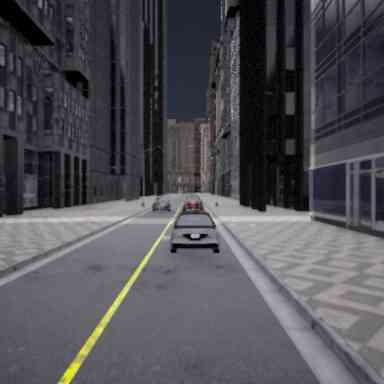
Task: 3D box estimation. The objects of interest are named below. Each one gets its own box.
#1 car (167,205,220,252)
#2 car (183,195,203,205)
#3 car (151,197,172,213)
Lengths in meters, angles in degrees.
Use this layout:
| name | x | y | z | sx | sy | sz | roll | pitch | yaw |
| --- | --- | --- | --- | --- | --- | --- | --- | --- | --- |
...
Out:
| name | x | y | z | sx | sy | sz | roll | pitch | yaw |
| --- | --- | --- | --- | --- | --- | --- | --- | --- | --- |
| car | 0.103 | 1.489 | 13.519 | 2.033 | 1.411 | 5.357 | 0 | 0 | 0 |
| car | 0.105 | 1.139 | 36.769 | 2.097 | 1.767 | 4.553 | 0 | 0 | 0 |
| car | -3.088 | 1.305 | 34.779 | 1.837 | 1.490 | 4.892 | 0 | 1 | 0 |
